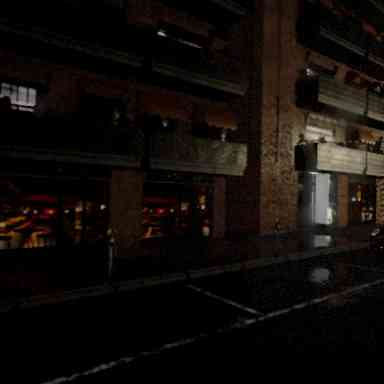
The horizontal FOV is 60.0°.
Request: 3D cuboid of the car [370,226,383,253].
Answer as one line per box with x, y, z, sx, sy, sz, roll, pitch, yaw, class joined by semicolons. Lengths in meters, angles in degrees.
8.545;1.513;12.646;4.097;1.590;1.967;0;1;-36;car
